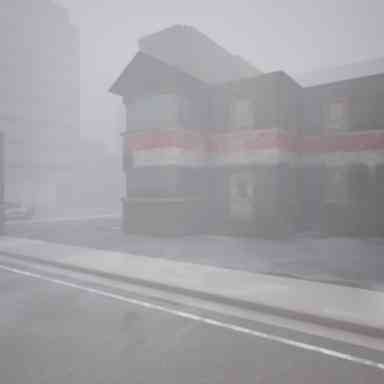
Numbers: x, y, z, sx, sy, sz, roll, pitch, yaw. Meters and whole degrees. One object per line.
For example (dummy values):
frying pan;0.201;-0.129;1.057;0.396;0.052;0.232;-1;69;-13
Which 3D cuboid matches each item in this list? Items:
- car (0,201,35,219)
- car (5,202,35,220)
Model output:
car;-14.975;1.394;26.560;1.853;1.218;4.536;0;0;15
car;-14.988;1.551;26.509;2.038;1.542;4.974;0;0;15
